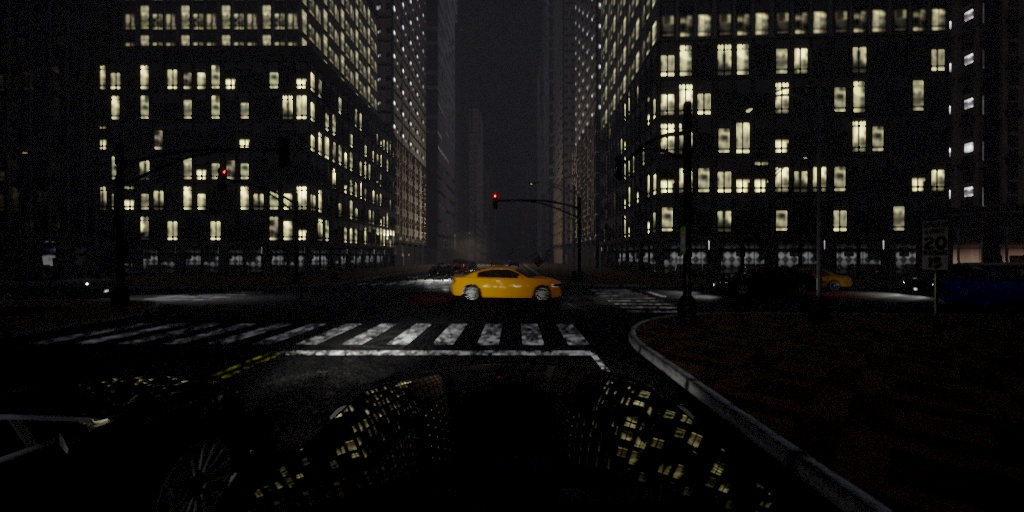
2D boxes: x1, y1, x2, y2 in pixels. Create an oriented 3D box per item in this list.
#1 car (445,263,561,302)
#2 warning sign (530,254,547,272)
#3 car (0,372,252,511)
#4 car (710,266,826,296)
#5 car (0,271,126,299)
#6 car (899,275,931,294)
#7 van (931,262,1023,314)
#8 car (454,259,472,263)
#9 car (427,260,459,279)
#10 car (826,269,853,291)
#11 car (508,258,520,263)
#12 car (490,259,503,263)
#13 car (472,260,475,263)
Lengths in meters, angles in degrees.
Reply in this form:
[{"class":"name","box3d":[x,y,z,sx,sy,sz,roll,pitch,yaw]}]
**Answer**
[{"class":"car","box3d":[-0.266,1.229,16.430,5.008,1.535,1.882,0,0,3]},{"class":"warning sign","box3d":[3.022,0.897,41.284,1.300,1.860,1.060,0,0,0]},{"class":"car","box3d":[-3.155,1.242,1.093,2.128,1.511,4.902,0,0,0]},{"class":"car","box3d":[13.059,1.267,18.801,4.892,1.490,1.837,0,0,2]},{"class":"car","box3d":[-21.541,1.354,17.109,4.718,1.301,1.895,0,0,0]},{"class":"car","box3d":[23.459,1.317,18.380,5.357,1.411,2.033,0,0,2]},{"class":"van","box3d":[18.406,1.115,13.057,3.998,1.789,1.690,0,0,2]},{"class":"car","box3d":[-6.419,1.138,43.288,2.097,1.767,4.553,0,0,0]},{"class":"car","box3d":[-6.462,1.333,33.291,1.994,1.385,4.181,0,0,0]},{"class":"car","box3d":[17.171,1.287,21.235,4.829,1.417,1.751,0,0,2]},{"class":"car","box3d":[0.373,1.335,64.788,2.128,1.511,4.902,0,0,1]},{"class":"car","box3d":[-2.883,1.315,62.918,1.882,1.535,5.008,0,0,0]},{"class":"car","box3d":[-6.368,1.358,53.785,2.033,1.411,5.357,0,0,0]}]
